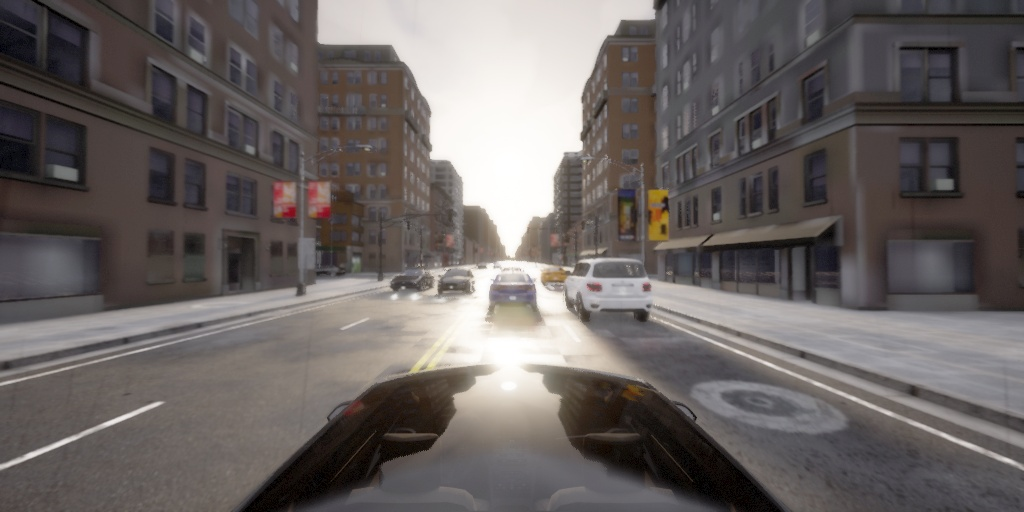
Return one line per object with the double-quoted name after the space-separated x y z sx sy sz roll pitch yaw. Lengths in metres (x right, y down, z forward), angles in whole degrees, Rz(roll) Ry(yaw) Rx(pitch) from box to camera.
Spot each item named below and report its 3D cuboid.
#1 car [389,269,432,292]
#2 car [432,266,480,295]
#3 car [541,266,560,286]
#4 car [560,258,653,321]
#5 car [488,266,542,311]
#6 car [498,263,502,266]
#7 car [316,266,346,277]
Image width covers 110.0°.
-6.525 1.565 24.239 2.033 1.411 5.357 0 -1 1 "car"
-3.298 1.498 22.033 1.837 1.490 4.892 0 -1 1 "car"
3.358 1.557 29.407 1.882 1.535 5.008 0 -1 2 "car"
3.284 1.110 13.211 2.150 2.045 5.566 0 0 1 "car"
0.053 1.391 15.448 1.882 1.535 5.008 0 0 0 "car"
0.044 1.556 29.401 1.882 1.535 5.008 0 -1 1 "car"
-22.127 1.816 42.784 4.313 1.339 1.948 0 0 0 "car"
